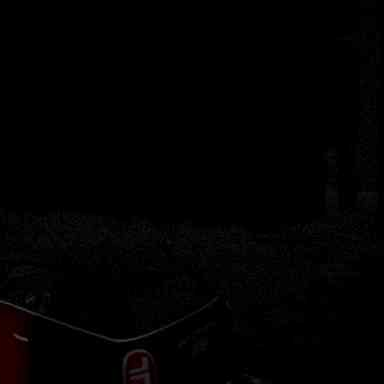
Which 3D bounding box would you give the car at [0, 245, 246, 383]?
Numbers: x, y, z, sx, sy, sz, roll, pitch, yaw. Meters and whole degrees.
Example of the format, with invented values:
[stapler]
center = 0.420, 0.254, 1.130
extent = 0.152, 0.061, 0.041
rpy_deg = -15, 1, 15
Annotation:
[car]
center = -1.508, 1.410, 4.150
extent = 4.097, 1.590, 1.967
rpy_deg = 1, 1, 36
